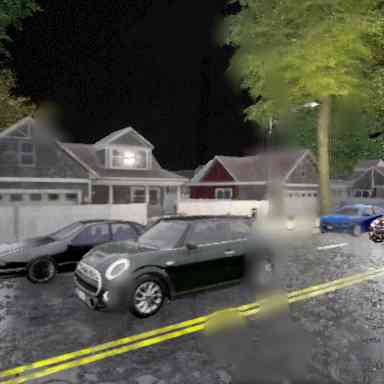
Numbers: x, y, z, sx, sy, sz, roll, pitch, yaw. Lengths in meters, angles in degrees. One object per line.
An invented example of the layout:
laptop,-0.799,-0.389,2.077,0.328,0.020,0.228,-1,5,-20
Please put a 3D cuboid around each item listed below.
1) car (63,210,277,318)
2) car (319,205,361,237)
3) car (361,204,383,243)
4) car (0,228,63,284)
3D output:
car,-0.218,1.334,7.510,4.553,1.767,2.097,0,0,-35
car,8.878,1.454,17.929,5.008,1.535,1.882,-1,1,-35
car,9.802,1.340,14.584,4.553,1.767,2.097,0,0,-34
car,-2.765,1.520,9.690,5.357,1.411,2.033,0,0,-35
